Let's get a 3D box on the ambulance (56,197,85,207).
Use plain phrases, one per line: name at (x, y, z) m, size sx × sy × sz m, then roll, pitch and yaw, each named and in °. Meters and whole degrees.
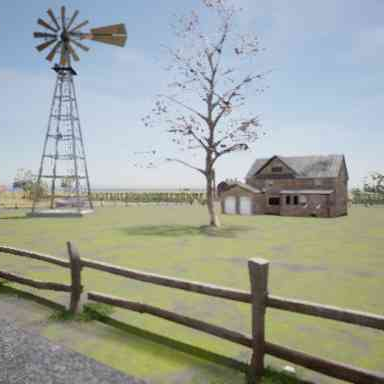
ambulance at (-26.405, 2.027, 72.181) m, size 2.351 × 2.431 × 6.366 m, roll 1°, pitch -1°, yaw 35°
